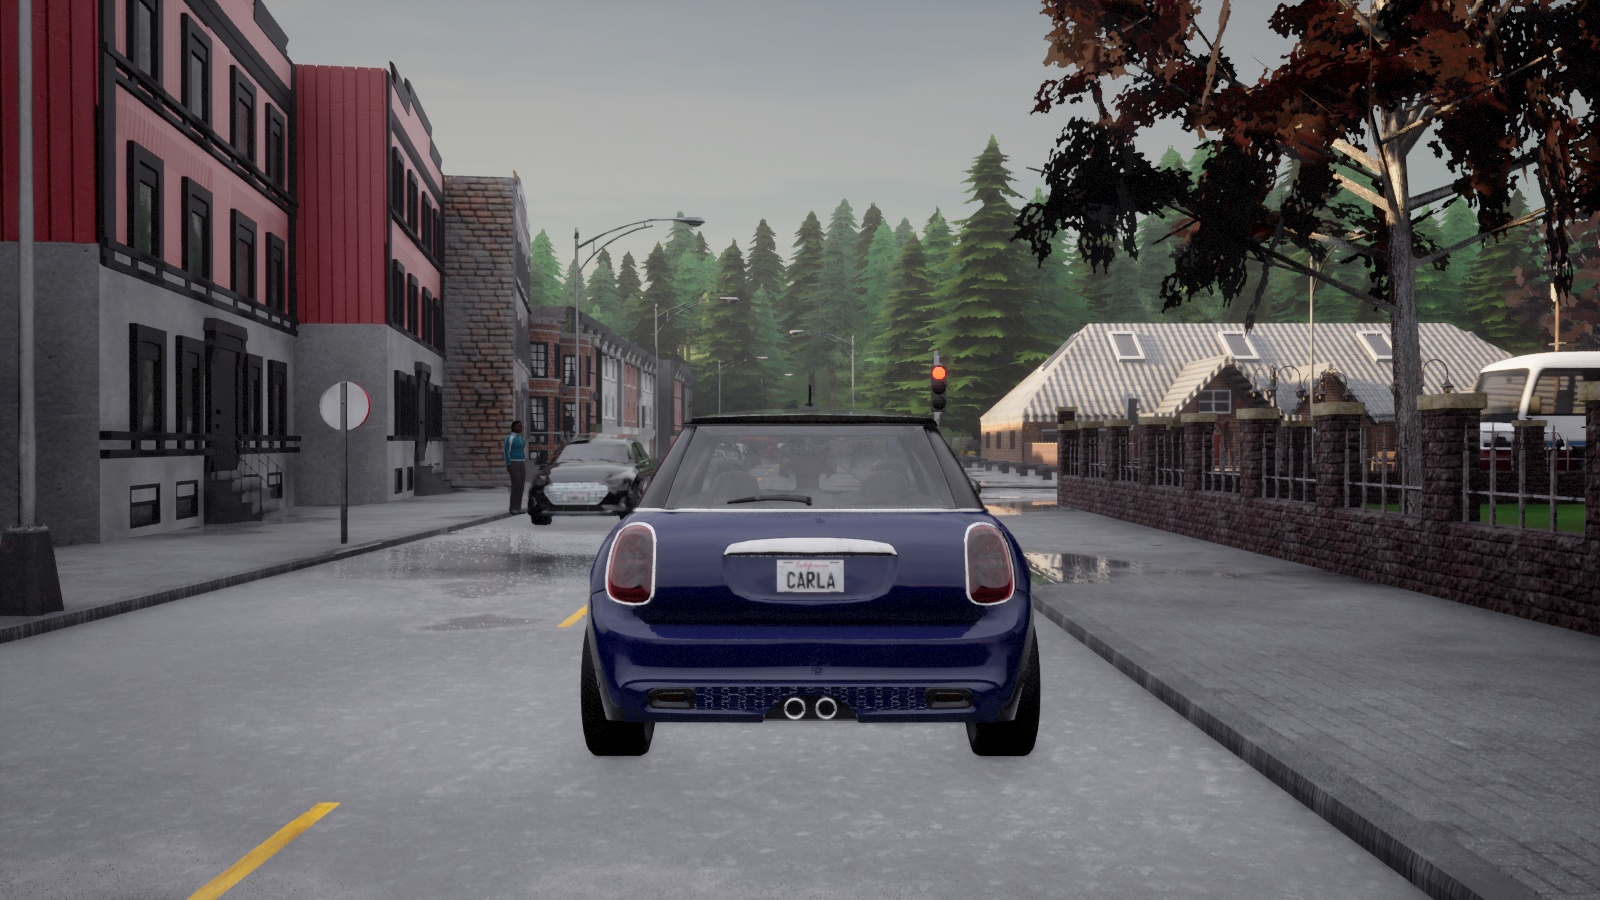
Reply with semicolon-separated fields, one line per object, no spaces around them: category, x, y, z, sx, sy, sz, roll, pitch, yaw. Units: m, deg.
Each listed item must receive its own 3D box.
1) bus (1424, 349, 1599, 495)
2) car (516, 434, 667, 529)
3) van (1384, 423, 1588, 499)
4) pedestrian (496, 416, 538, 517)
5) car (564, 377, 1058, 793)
bus;25.225;-0.827;38.440;10.273;4.253;3.944;0;0;0
car;-3.875;0.536;24.245;2.033;1.649;4.856;0;0;1
van;18.721;0.291;34.419;4.480;2.038;2.069;0;0;-1
pedestrian;-5.528;0.317;24.528;0.692;1.930;0.396;0;0;27
car;0.057;0.562;7.614;2.097;1.767;4.553;0;0;0
